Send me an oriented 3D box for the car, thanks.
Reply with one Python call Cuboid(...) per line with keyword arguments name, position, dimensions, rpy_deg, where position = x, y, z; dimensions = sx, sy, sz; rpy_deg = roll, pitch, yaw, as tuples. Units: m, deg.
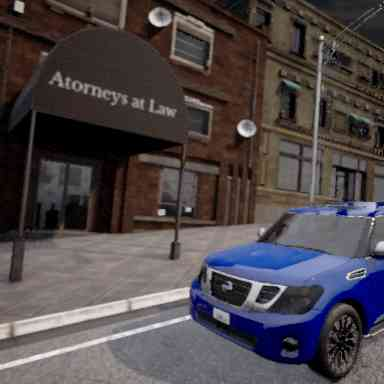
Cuboid(name="car", position=(2.630, 1.232, 5.845), dimensions=(5.566, 2.045, 2.150), rpy_deg=(0, 0, -35))
